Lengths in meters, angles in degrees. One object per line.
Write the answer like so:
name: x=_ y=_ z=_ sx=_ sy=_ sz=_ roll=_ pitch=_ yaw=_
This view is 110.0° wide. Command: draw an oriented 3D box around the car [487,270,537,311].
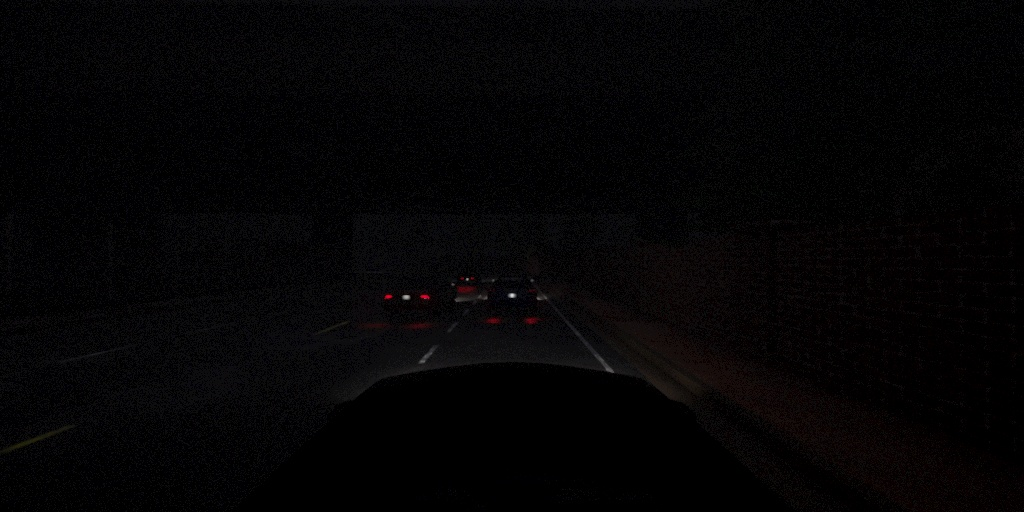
car: x=0.030 y=1.462 z=15.376 sx=1.994 sy=1.385 sz=4.181 roll=0 pitch=-1 yaw=1

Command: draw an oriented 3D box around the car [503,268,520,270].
car: x=-0.072 y=1.657 z=30.074 sx=1.895 sy=1.301 sz=4.718 roll=0 pitch=-1 yaw=-2

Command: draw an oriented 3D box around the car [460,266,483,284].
car: x=-3.590 y=1.566 z=30.327 sx=1.837 sy=1.490 sz=4.892 roll=0 pitch=0 yaw=-3

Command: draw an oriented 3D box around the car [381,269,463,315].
car: x=-3.480 y=1.434 z=14.351 sx=2.033 sy=1.411 sz=5.357 roll=0 pitch=-1 yaw=0
